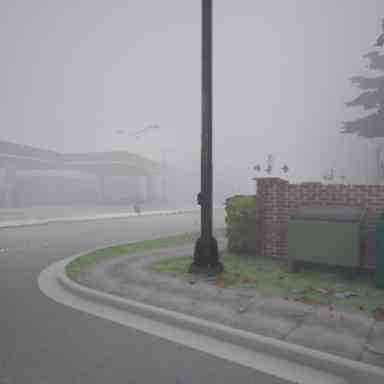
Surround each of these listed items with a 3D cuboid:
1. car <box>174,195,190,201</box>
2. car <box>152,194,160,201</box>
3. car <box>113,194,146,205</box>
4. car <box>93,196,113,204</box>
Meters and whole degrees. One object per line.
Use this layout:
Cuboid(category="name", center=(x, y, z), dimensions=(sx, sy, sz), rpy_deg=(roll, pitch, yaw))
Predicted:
Cuboid(category="car", center=(-2.153, 1.416, 77.928), dimensions=(4.674, 1.442, 1.812), rpy_deg=(0, 0, 34))
Cuboid(category="car", center=(-10.388, 1.368, 83.559), dimensions=(4.892, 1.490, 1.837), rpy_deg=(0, 0, 34))
Cuboid(category="car", center=(-9.932, 1.203, 54.450), dimensions=(2.242, 1.667, 4.611), rpy_deg=(0, 0, 36))
Cuboid(category="car", center=(-15.062, 1.350, 57.147), dimensions=(1.970, 1.475, 3.806), rpy_deg=(0, 0, 36))
